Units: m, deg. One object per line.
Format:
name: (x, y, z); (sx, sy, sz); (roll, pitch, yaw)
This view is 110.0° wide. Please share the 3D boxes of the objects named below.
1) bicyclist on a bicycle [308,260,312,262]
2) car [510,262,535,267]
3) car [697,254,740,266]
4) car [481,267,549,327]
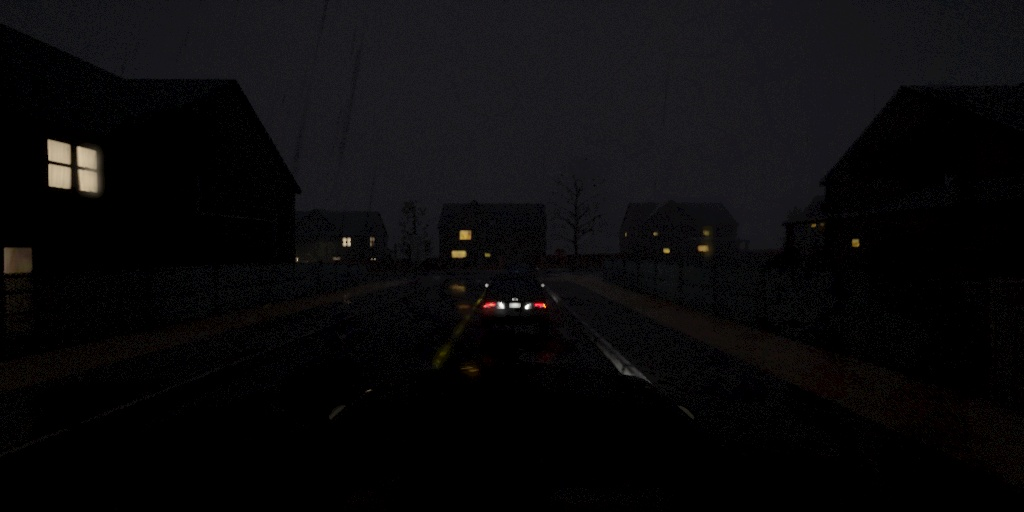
bicyclist on a bicycle: (-20.189, 1.187, 35.971); (0.582, 1.620, 1.656); (-1, 2, 0)
car: (0.748, 1.141, 25.014); (2.033, 1.411, 5.357); (0, 0, 10)
car: (18.333, 0.544, 33.145); (4.892, 1.490, 1.837); (-1, 1, 0)
car: (0.088, 1.229, 11.175); (2.033, 1.411, 5.357); (0, 0, 0)
